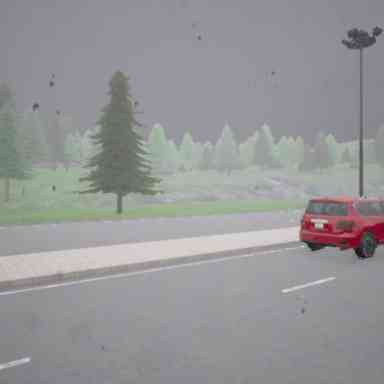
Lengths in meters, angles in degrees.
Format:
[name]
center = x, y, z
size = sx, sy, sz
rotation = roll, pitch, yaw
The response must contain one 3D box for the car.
[car]
center = 6.461, 1.204, 12.696
size = 5.566, 2.045, 2.150
rotation = 0, 0, -35
